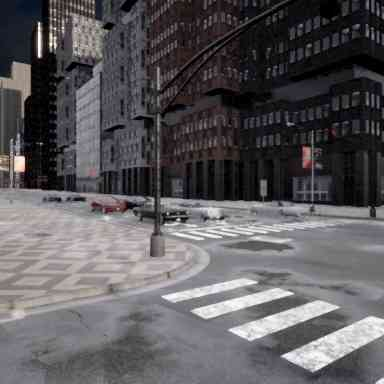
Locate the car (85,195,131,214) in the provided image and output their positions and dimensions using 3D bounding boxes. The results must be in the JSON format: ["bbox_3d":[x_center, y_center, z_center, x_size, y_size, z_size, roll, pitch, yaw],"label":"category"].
[{"bbox_3d":[-7.634,1.099,29.839,1.882,1.535,5.008,0,1,-36],"label":"car"}]

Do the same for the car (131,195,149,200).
[{"bbox_3d":[-5.034,1.093,31.792,1.882,1.535,5.008,0,1,-36],"label":"car"}]

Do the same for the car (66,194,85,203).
[{"bbox_3d":[-16.941,0.916,48.435,1.895,1.301,4.718,0,1,-35],"label":"car"}]

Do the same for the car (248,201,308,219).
[{"bbox_3d":[6.731,1.363,26.628,1.895,1.301,4.718,0,1,-35],"label":"car"}]

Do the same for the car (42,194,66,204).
[{"bbox_3d":[-19.578,0.920,46.535,1.895,1.301,4.718,0,1,-35],"label":"car"}]

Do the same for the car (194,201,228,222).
[{"bbox_3d":[0.485,1.350,24.113,1.895,1.301,4.718,0,1,-36],"label":"car"}]

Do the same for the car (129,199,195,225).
[{"bbox_3d":[-2.113,1.355,22.158,1.895,1.301,4.718,0,1,-36],"label":"car"}]
